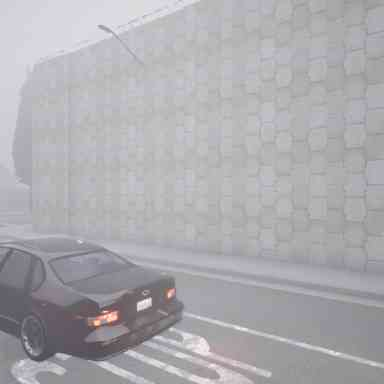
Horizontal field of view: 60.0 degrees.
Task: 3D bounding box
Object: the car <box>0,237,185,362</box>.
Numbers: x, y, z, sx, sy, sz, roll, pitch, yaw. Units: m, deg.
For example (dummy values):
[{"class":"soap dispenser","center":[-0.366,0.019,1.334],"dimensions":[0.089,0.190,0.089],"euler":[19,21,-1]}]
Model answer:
[{"class":"car","center":[-2.686,1.549,5.898],"dimensions":[5.357,1.411,2.033],"euler":[0,0,35]}]
